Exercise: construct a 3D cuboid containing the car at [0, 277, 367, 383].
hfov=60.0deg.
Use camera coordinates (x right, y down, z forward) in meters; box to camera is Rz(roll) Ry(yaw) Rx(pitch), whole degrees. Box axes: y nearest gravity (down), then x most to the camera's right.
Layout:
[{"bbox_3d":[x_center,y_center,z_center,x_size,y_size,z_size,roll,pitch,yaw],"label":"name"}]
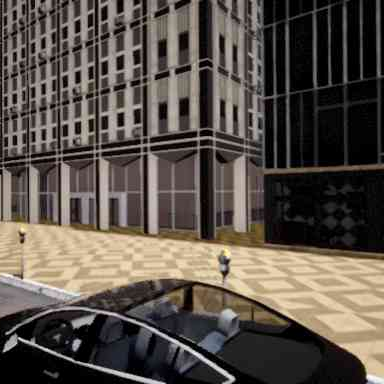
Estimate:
[{"bbox_3d":[-0.618,1.581,3.322,4.313,1.339,1.947,0,0,36],"label":"car"}]
